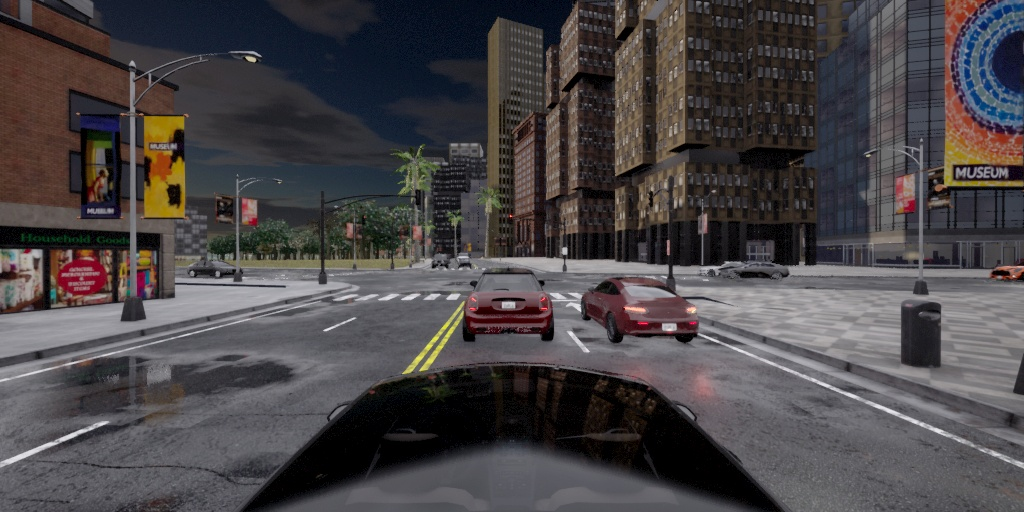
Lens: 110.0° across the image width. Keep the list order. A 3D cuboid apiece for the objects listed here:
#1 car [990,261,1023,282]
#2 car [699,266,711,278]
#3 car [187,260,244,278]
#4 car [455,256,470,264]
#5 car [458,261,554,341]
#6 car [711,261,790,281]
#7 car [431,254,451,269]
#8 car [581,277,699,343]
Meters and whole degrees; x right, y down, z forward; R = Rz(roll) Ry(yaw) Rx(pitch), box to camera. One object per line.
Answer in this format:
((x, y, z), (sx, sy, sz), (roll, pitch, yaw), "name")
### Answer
((39.401, 1.044, 26.844), (4.553, 1.767, 2.097), (0, 0, 13), "car")
((19.110, 1.202, 31.649), (4.674, 1.442, 1.812), (0, 0, 13), "car")
((-26.586, 1.154, 32.121), (4.892, 1.490, 1.837), (0, 0, 13), "car")
((-6.542, 1.080, 49.726), (1.895, 1.301, 4.718), (0, 1, -9), "car")
((-0.122, 1.101, 10.014), (2.097, 1.767, 4.553), (0, 0, -1), "car")
((18.975, 1.181, 28.340), (4.902, 1.511, 2.128), (0, 0, 13), "car")
((-9.934, 0.695, 49.933), (2.150, 2.045, 5.566), (0, 1, -7), "car")
((3.137, 1.274, 9.578), (1.812, 1.442, 4.674), (0, 0, -1), "car")
